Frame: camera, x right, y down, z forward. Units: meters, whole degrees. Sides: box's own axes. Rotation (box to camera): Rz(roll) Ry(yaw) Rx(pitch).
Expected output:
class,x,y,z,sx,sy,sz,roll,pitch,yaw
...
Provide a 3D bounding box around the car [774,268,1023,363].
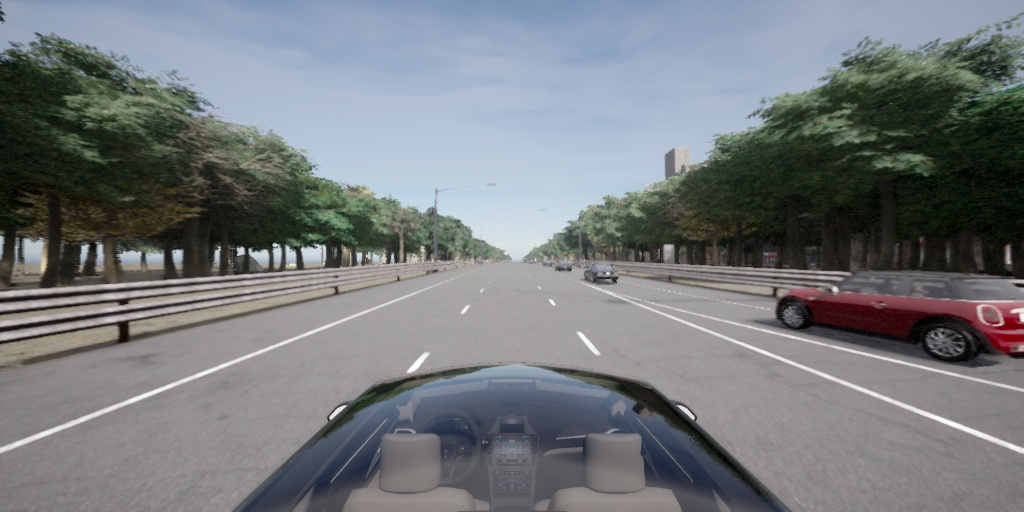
class,x,y,z,sx,sy,sz,roll,pitch,yaw
car,8.896,1.123,8.550,2.097,1.767,4.553,0,0,-11

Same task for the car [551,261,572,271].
class,x,y,z,sx,sy,sz,roll,pitch,yaw
car,7.004,1.356,49.485,1.994,1.385,4.181,0,0,0

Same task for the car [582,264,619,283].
class,x,y,z,sx,sy,sz,roll,pitch,yaw
car,7.009,1.318,28.643,2.033,1.411,5.357,0,0,0
